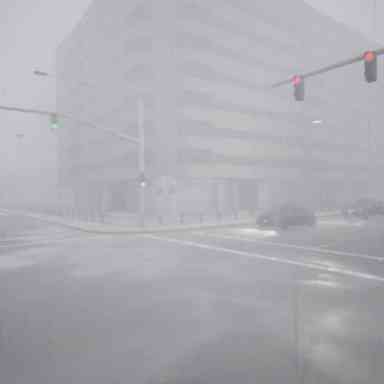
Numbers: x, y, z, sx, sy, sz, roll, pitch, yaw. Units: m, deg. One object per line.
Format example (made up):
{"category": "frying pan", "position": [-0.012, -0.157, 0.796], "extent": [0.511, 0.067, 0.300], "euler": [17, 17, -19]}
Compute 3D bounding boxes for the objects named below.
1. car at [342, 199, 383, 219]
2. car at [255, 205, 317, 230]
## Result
{"category": "car", "position": [13.931, 1.309, 26.677], "extent": [4.902, 1.511, 2.128], "euler": [-1, 0, -37]}
{"category": "car", "position": [5.817, 1.487, 20.505], "extent": [4.181, 1.385, 1.994], "euler": [-1, 0, -38]}
